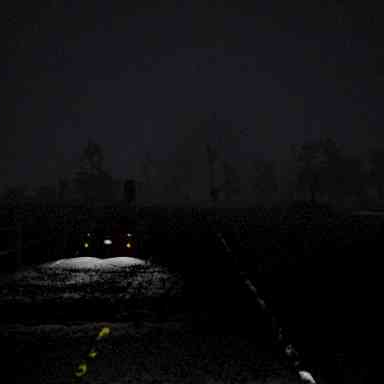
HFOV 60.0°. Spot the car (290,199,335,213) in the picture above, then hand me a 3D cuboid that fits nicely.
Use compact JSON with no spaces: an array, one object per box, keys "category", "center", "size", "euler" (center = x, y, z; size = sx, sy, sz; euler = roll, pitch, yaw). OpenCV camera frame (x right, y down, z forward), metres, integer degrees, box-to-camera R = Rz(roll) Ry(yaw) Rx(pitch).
[{"category":"car","center":[13.915,1.540,38.394],"size":[4.902,1.511,2.128],"euler":[1,1,0]}]

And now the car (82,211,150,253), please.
[{"category":"car","center":[-2.839,1.475,13.178],"size":[1.994,1.385,4.181],"euler":[0,0,0]}]
